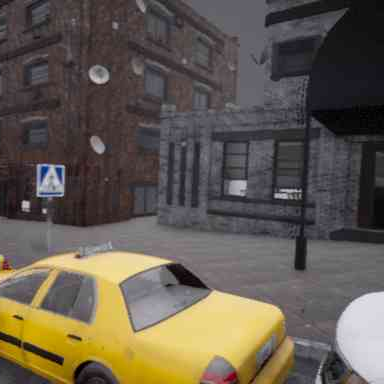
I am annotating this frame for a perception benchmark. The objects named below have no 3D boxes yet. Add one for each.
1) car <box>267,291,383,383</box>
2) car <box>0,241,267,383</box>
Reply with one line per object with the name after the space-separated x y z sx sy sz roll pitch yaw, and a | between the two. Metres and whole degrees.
3.424 1.201 1.330 5.566 2.045 2.435 0 0 32 | car
-1.488 1.451 4.432 5.366 1.575 1.946 0 0 32 | car
